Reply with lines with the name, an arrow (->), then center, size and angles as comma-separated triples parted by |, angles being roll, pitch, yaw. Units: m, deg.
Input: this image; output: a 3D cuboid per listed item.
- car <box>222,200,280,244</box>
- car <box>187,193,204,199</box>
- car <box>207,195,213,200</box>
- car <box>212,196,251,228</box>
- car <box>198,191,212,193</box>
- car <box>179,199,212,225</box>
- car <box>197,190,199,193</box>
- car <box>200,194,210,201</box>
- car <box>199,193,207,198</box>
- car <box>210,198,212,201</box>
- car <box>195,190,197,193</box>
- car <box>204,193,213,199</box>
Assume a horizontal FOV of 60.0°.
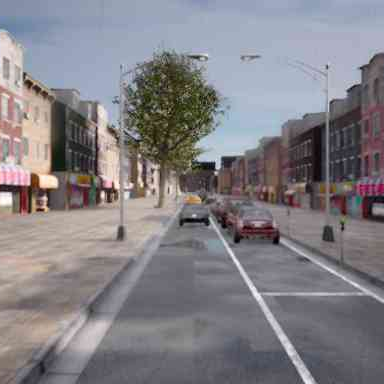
car -> 2.674, 1.357, 15.403 | 1.967, 1.590, 4.097 | 1, 0, 0
car -> 0.171, 1.219, 40.849 | 1.882, 1.535, 5.008 | 0, 0, 0
car -> 2.703, 1.330, 32.198 | 1.752, 1.417, 4.829 | 1, 0, 0
car -> 2.686, 1.196, 20.944 | 2.192, 1.841, 5.009 | 1, 0, 0
car -> 2.753, 0.904, 59.732 | 2.192, 1.841, 5.009 | 1, 0, 0
car -> 0.140, 1.434, 22.736 | 1.994, 1.385, 4.181 | 0, 0, 0
car -> 2.781, 0.764, 76.354 | 2.192, 1.841, 5.009 | 1, 0, 0
car -> 2.769, 1.061, 70.815 | 1.947, 1.339, 4.313 | 1, 0, 0
car -> 2.797, 0.899, 87.437 | 1.887, 1.381, 4.507 | 1, 0, 0
car -> 2.692, 1.410, 26.487 | 1.947, 1.339, 4.313 | 1, 0, 0
car -> 2.810, 0.622, 92.976 | 2.192, 1.841, 5.009 | 1, 0, 0
car -> 2.731, 1.232, 48.652 | 2.008, 1.369, 4.403 | 1, 0, 0
